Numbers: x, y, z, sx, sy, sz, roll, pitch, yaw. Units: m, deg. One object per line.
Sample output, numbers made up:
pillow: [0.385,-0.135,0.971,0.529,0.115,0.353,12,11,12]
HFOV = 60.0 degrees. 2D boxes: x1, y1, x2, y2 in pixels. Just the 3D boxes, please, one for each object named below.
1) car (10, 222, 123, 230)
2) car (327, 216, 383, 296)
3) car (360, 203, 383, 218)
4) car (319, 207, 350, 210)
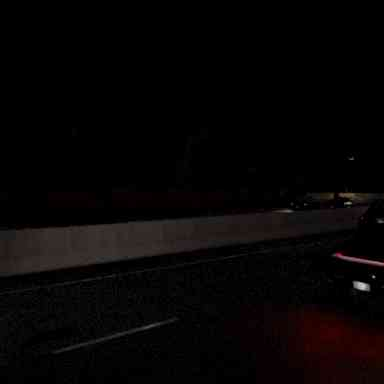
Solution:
car: [-4.815,1.574,13.461,4.718,1.301,1.895,0,0,-36]
car: [4.975,1.434,7.292,4.902,1.511,2.128,0,0,-35]
car: [9.399,1.238,14.918,4.553,1.767,2.097,-1,0,-38]
car: [15.468,1.276,34.820,1.837,1.490,4.892,0,0,42]
